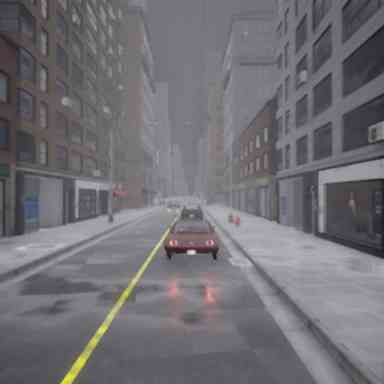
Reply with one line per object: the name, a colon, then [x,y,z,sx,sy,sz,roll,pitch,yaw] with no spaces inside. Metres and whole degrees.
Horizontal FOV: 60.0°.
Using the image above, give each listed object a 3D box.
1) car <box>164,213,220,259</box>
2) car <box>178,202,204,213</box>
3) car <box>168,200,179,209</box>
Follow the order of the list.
car: [0.009,1.738,13.251,1.895,1.301,4.718,0,-1,0]
car: [0.009,1.781,29.250,1.882,1.535,5.008,0,0,1]
car: [-3.116,2.077,57.088,1.882,1.535,5.008,0,-1,0]
